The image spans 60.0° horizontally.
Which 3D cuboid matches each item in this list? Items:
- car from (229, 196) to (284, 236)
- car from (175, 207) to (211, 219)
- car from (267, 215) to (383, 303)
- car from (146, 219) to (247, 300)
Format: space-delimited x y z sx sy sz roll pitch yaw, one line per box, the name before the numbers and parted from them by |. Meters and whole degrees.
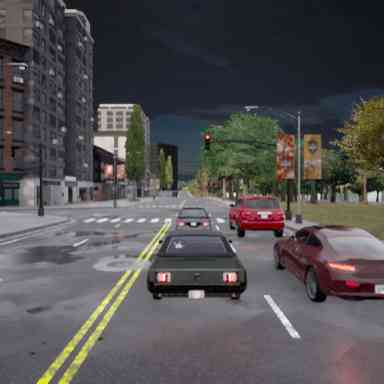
car | 3.317 1.210 17.898 2.150 2.045 5.566 0 0 0
car | 0.068 1.535 17.938 2.033 1.411 5.357 0 0 0
car | 3.338 1.520 8.085 1.812 1.442 4.674 0 0 0
car | 0.085 1.595 8.345 1.895 1.301 4.718 0 0 0
